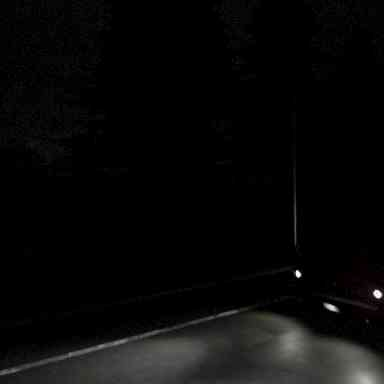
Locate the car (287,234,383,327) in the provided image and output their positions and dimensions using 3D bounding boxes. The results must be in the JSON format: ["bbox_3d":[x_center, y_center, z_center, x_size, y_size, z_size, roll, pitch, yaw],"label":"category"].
[{"bbox_3d":[4.129,1.584,6.696,4.718,1.301,1.895,0,0,-33],"label":"car"}]
